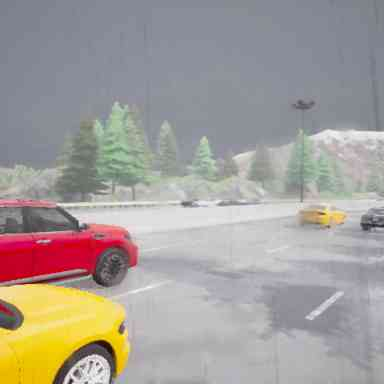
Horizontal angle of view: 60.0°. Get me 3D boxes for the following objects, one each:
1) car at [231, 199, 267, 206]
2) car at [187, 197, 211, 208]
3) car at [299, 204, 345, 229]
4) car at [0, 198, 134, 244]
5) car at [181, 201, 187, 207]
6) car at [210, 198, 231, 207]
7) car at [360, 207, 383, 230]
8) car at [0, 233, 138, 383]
[{"bbox_3d":[6.668,1.510,36.608,1.812,1.442,4.674,1,0,41],"label":"car"},{"bbox_3d":[1.984,1.424,41.864,1.812,1.442,4.674,1,0,42],"label":"car"},{"bbox_3d":[8.959,1.539,22.669,1.882,1.535,5.008,1,0,39],"label":"car"},{"bbox_3d":[-3.705,1.137,6.917,2.150,2.045,5.566,1,0,39],"label":"car"},{"bbox_3d":[0.587,1.467,45.572,1.895,1.301,4.718,1,0,42],"label":"car"},{"bbox_3d":[4.571,1.508,39.516,1.994,1.385,4.181,1,0,42],"label":"car"},{"bbox_3d":[12.072,1.660,20.958,2.033,1.411,5.357,1,0,39],"label":"car"},{"bbox_3d":[-2.739,1.424,2.535,1.882,1.535,5.008,1,0,39],"label":"car"}]
